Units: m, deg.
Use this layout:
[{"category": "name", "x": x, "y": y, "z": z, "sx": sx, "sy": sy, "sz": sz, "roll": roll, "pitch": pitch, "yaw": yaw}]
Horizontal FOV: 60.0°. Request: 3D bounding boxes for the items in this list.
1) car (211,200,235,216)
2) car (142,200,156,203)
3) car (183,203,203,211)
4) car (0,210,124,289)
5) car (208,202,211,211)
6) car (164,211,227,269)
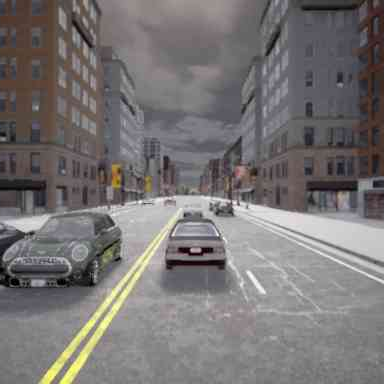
[{"category": "car", "x": 3.337, "y": 1.717, "z": 35.371, "sx": 1.812, "sy": 1.442, "sz": 4.674, "roll": 0, "pitch": 0, "yaw": -1}, {"category": "car", "x": -6.521, "y": 1.431, "z": 50.780, "sx": 2.033, "sy": 1.411, "sz": 5.357, "roll": 0, "pitch": 0, "yaw": 0}, {"category": "car", "x": 0.086, "y": 1.781, "z": 33.511, "sx": 1.895, "sy": 1.301, "sz": 4.718, "roll": 0, "pitch": 0, "yaw": 0}, {"category": "car", "x": -3.355, "y": 1.402, "z": 9.484, "sx": 2.097, "sy": 1.767, "sz": 4.553, "roll": 0, "pitch": 0, "yaw": 0}, {"category": "car", "x": 3.232, "y": 1.794, "z": 45.064, "sx": 2.033, "sy": 1.411, "sz": 5.357, "roll": 0, "pitch": 0, "yaw": 0}, {"category": "car", "x": 0.095, "y": 1.608, "z": 11.329, "sx": 2.033, "sy": 1.411, "sz": 5.357, "roll": 0, "pitch": 0, "yaw": 0}]
